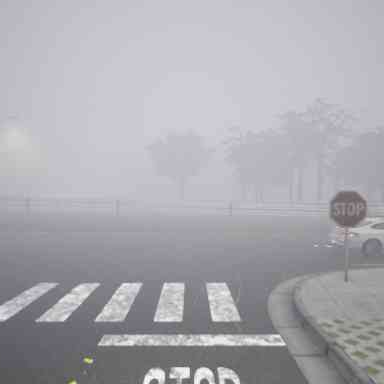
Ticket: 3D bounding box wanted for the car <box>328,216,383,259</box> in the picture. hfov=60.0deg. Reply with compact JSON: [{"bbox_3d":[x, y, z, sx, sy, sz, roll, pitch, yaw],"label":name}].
[{"bbox_3d":[7.693,1.687,12.817,4.674,1.442,1.812,1,1,-3],"label":"car"}]
